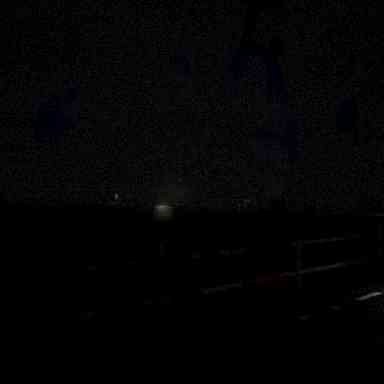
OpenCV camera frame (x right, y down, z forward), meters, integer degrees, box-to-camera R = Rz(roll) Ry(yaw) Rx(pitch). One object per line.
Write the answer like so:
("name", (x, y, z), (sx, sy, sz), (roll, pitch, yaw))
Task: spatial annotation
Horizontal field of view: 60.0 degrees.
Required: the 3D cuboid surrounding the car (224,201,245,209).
("car", (8.576, 2.519, 66.942), (1.837, 1.490, 4.892), (0, -1, -35))
